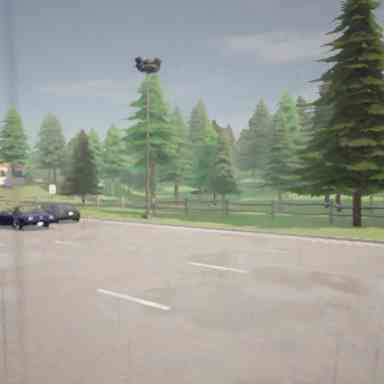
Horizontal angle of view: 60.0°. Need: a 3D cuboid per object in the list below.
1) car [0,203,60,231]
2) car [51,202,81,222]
[{"bbox_3d":[-10.308,1.484,19.942,4.718,1.301,1.895,0,0,35],"label":"car"},{"bbox_3d":[-9.952,1.435,23.987,4.181,1.385,1.994,0,0,35],"label":"car"}]
